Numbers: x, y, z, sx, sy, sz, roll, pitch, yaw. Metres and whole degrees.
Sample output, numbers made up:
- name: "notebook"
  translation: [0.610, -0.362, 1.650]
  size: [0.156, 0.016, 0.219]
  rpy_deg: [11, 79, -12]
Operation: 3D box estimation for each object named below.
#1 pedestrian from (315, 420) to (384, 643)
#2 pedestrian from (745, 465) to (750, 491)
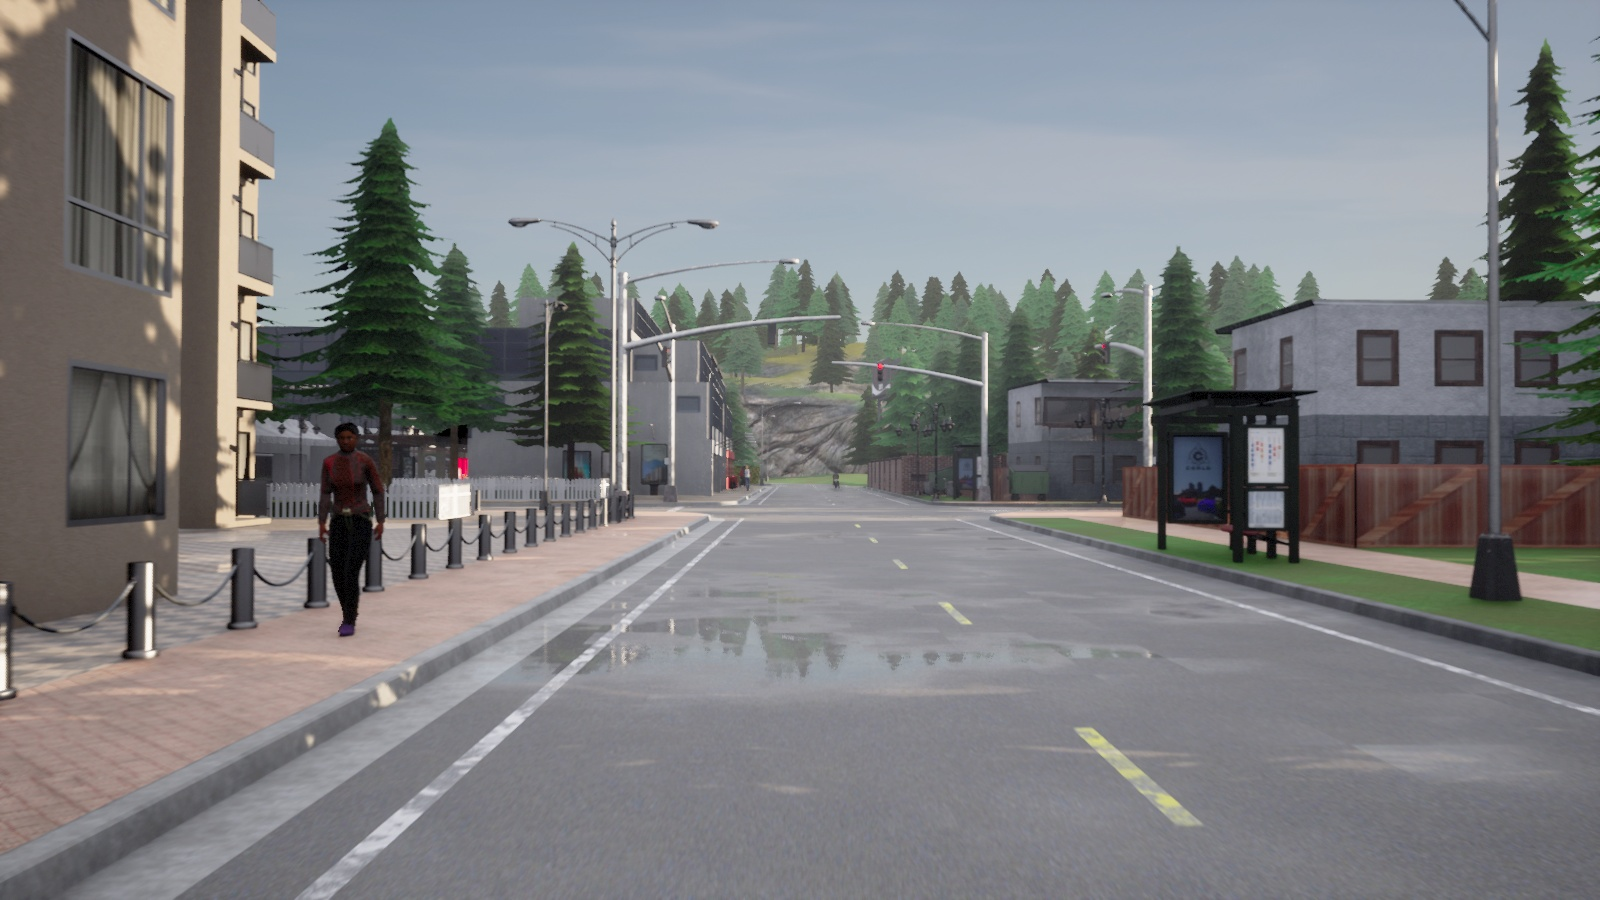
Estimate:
- name: "pedestrian"
  translation: [-3.808, 0.669, 10.649]
  size: [0.328, 1.805, 0.869]
  rpy_deg: [0, -1, -4]
- name: "pedestrian"
  translation: [-3.656, 1.960, 87.832]
  size: [0.354, 1.836, 0.706]
  rpy_deg: [0, -1, -3]
